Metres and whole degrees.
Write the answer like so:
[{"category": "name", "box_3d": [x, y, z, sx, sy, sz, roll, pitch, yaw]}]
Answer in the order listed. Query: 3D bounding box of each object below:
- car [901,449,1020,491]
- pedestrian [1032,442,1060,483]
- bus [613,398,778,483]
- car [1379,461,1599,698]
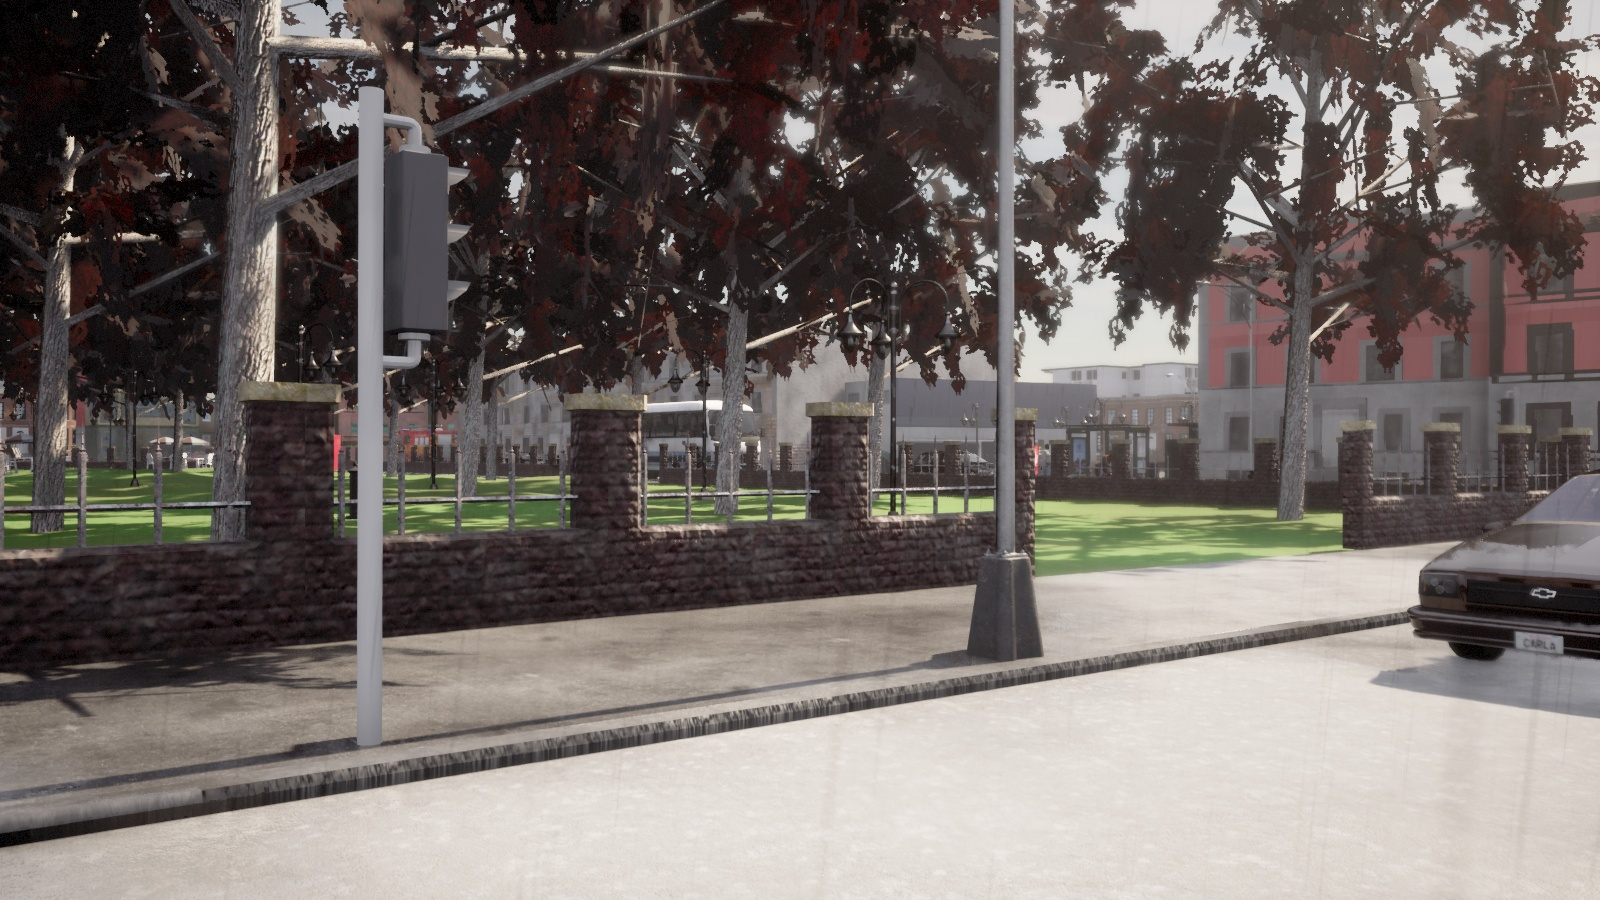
[{"category": "car", "box_3d": [6.518, 0.787, 51.554, 2.033, 1.649, 4.856, 0, 0, -37]}, {"category": "pedestrian", "box_3d": [11.216, 0.570, 57.244, 0.900, 1.855, 0.874, 0, 0, 45]}, {"category": "bus", "box_3d": [-5.836, -0.454, 67.786, 3.944, 4.253, 10.273, 0, 0, -37]}, {"category": "car", "box_3d": [6.720, 0.801, 9.587, 5.357, 1.411, 2.033, 0, 0, -39]}]
